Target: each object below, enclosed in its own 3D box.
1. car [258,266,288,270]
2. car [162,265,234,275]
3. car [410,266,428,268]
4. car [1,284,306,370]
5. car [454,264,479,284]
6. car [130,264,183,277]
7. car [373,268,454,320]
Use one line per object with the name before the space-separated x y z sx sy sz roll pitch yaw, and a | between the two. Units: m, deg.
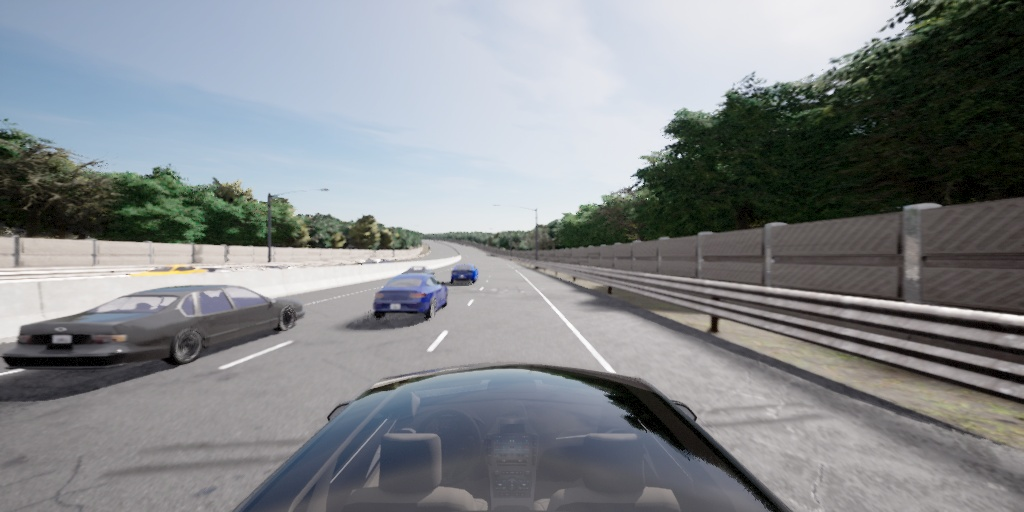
car | -17.888 1.464 26.679 1.994 1.385 4.181 0 0 -1
car | -21.357 1.501 25.356 1.895 1.301 4.718 0 0 -1
car | -7.223 1.454 28.065 1.994 1.385 4.181 0 0 -1
car | -6.931 1.343 8.018 2.033 1.411 5.357 0 0 0
car | -3.741 1.365 28.919 1.882 1.535 5.008 0 0 -1
car | -24.877 1.386 26.229 1.882 1.535 5.008 0 0 -1
car | -3.473 1.346 12.921 1.812 1.442 4.674 0 0 -1
